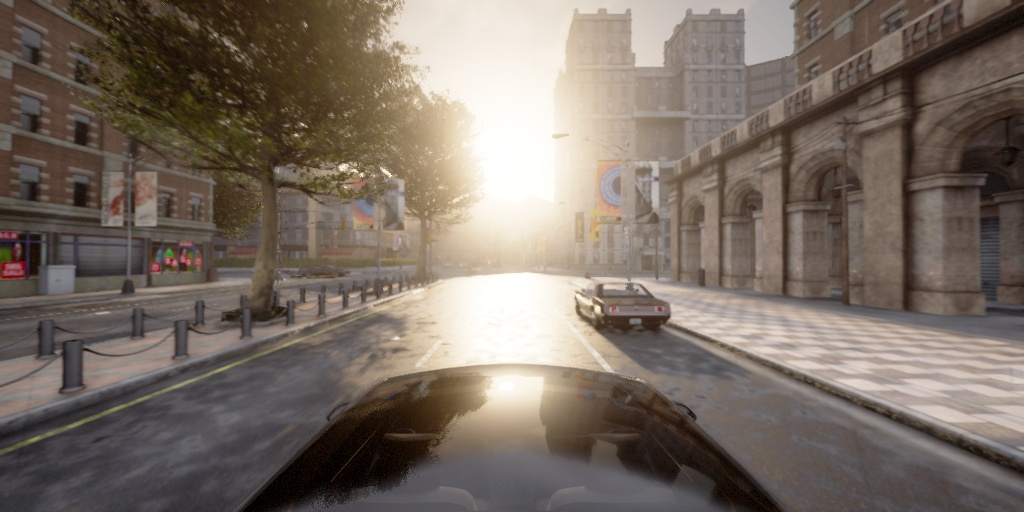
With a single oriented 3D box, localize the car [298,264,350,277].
[{"bbox_3d":[-21.691,1.686,41.447,5.357,1.411,2.033,0,-1,0],"label":"car"}]
